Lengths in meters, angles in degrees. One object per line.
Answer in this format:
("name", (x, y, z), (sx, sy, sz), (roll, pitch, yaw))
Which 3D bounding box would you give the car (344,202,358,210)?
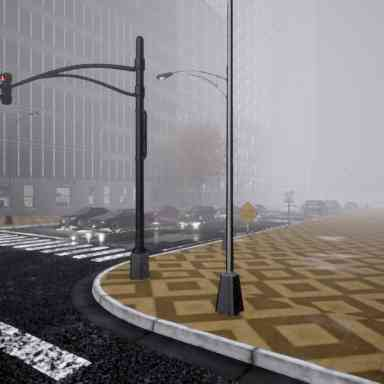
("car", (31.498, 2.662, 65.692), (2.097, 1.767, 4.553), (0, -1, 33))

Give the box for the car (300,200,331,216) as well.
("car", (16.571, 2.077, 44.489), (2.150, 2.045, 5.566), (0, -1, 33))

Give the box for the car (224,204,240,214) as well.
("car", (4.781, 2.293, 44.545), (1.994, 1.385, 4.181), (0, -1, 33))

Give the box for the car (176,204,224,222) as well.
("car", (0.877, 2.023, 32.535), (1.837, 1.490, 4.892), (0, -1, 33))

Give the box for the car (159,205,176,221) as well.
("car", (-2.807, 2.007, 32.823), (1.812, 1.442, 4.674), (0, -1, 33))

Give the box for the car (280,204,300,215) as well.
("car", (13.634, 2.372, 46.035), (1.812, 1.442, 4.674), (0, -1, 33))

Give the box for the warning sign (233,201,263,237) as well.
("warning sign", (3.122, 1.454, 18.564), (1.300, 1.860, 1.060), (1, 1, 33))

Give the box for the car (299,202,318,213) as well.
("car", (19.193, 2.506, 54.725), (1.882, 1.535, 5.008), (0, -1, 33))

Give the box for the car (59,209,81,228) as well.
("car", (-7.736, 1.844, 25.179), (1.812, 1.442, 4.674), (0, -1, 31))

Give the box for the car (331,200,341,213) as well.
("car", (22.401, 2.267, 53.517), (2.150, 2.045, 5.566), (0, -1, 33))

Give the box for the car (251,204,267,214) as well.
("car", (8.454, 2.292, 44.231), (1.812, 1.442, 4.674), (0, 0, 33))

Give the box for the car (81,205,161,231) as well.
("car", (-4.869, 1.874, 23.641), (2.033, 1.411, 5.357), (0, -1, 33))
